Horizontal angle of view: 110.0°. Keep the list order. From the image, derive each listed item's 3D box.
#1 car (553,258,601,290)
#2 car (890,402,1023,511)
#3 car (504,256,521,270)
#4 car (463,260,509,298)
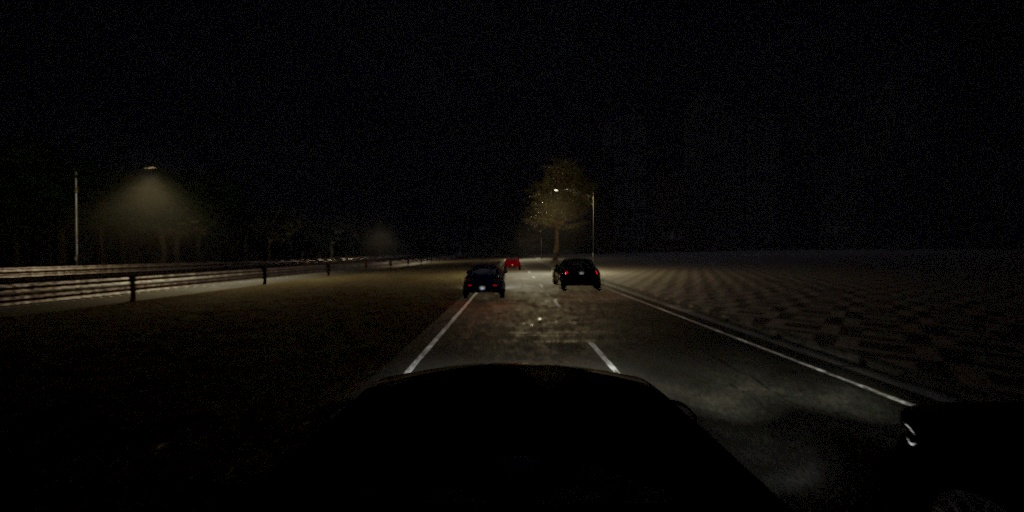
[{"bbox_3d":[3.604,0.889,20.654,2.097,1.767,4.553,0,1,0],"label":"car"},{"bbox_3d":[3.599,1.243,0.403,1.882,1.535,5.008,0,1,0],"label":"car"},{"bbox_3d":[0.077,0.793,42.982,1.882,1.535,5.008,0,1,0],"label":"car"},{"bbox_3d":[-1.222,1.101,17.068,1.812,1.442,4.674,0,1,0],"label":"car"}]
